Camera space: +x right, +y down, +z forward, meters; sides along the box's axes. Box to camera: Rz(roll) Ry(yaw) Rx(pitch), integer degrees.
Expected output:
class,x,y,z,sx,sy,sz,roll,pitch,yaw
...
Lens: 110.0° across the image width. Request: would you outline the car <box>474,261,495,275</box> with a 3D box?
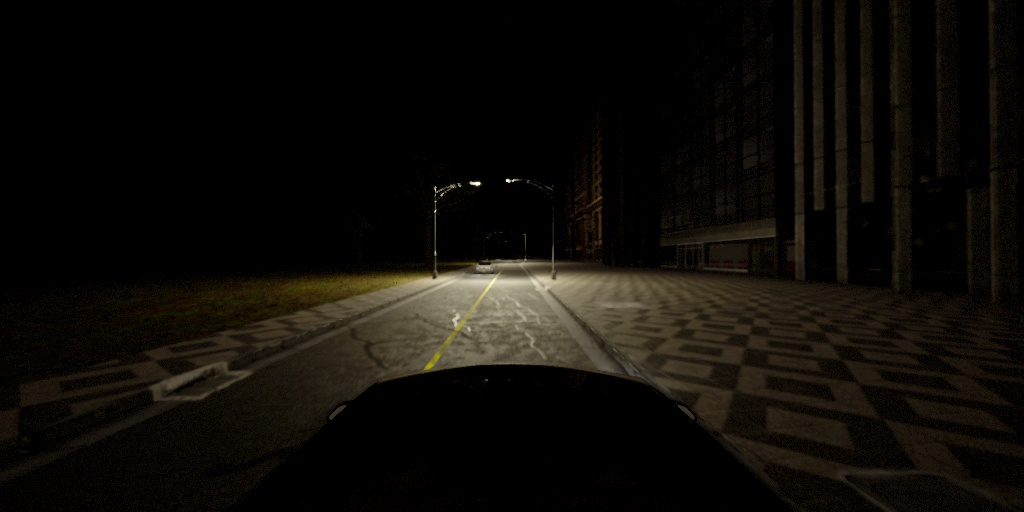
class,x,y,z,sx,sy,sz,roll,pitch,yaw
car,-2.936,1.247,39.582,1.812,1.442,4.674,0,0,0
